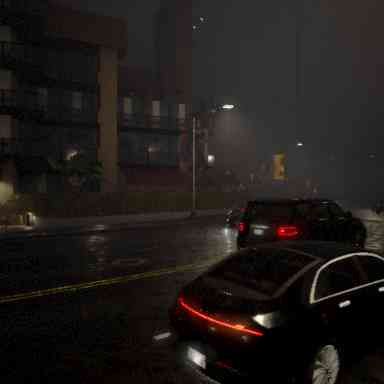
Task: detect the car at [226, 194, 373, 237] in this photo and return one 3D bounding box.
[{"bbox_3d":[3.841,1.216,11.213,5.566,2.045,2.150,0,0,-43],"label":"car"}]

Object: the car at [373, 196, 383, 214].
[{"bbox_3d":[19.729,1.338,34.044,2.097,1.767,4.553,0,0,22],"label":"car"}]

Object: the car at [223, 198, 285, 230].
[{"bbox_3d":[4.200,1.338,22.091,2.097,1.767,4.553,0,0,39],"label":"car"}]

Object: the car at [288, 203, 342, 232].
[{"bbox_3d":[7.877,1.494,21.032,1.837,1.490,4.892,0,0,38],"label":"car"}]

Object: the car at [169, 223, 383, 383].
[{"bbox_3d":[1.954,1.504,5.069,4.892,1.490,1.837,-1,1,-38],"label":"car"}]

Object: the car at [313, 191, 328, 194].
[{"bbox_3d":[34.339,1.210,86.109,2.185,1.767,4.553,0,0,-24],"label":"car"}]
